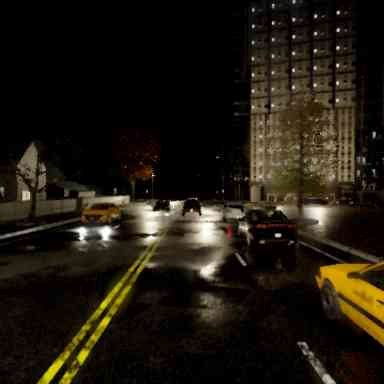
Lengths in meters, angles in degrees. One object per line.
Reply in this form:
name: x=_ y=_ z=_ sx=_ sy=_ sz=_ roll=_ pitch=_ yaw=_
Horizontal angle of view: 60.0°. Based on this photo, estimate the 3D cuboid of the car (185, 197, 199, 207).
car: x=-0.006 y=1.592 z=53.381 sx=2.033 sy=1.411 sz=5.357 roll=0 pitch=0 yaw=0

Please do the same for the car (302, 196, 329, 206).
car: x=23.006 y=1.707 z=62.414 sx=5.009 sy=1.841 sz=2.192 roll=0 pitch=2 yaw=20

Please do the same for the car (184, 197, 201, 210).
car: x=0.074 y=1.522 z=44.348 sx=2.128 sy=1.511 sz=4.902 roll=0 pitch=0 yaw=0

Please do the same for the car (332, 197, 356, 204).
car: x=31.039 y=1.790 z=67.869 sx=4.403 sy=1.369 sz=2.008 roll=0 pitch=2 yaw=20

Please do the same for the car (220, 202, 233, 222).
car: x=3.247 y=1.537 z=26.056 sx=1.812 sy=1.442 sz=4.674 roll=0 pitch=0 yaw=0

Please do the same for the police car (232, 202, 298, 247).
police car: x=3.248 y=1.430 z=15.162 sx=1.930 sy=1.638 sz=5.238 roll=0 pitch=0 yaw=0

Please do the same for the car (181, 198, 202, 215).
car: x=-0.021 y=1.522 z=34.206 sx=1.837 sy=1.490 sz=4.892 roll=0 pitch=-1 yaw=0

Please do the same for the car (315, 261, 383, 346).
car: x=3.250 y=1.457 z=4.238 sx=1.801 sy=1.575 sz=5.366 roll=0 pitch=0 yaw=0

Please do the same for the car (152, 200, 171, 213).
car: x=-3.342 y=1.570 z=37.895 sx=2.033 sy=1.411 sz=5.357 roll=0 pitch=0 yaw=0

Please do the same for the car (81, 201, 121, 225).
car: x=-6.601 y=1.488 z=24.531 sx=1.882 sy=1.535 sz=5.008 roll=0 pitch=0 yaw=0

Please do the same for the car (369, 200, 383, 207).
car: x=33.653 y=2.022 z=58.523 sx=4.507 sy=1.381 sz=1.887 roll=0 pitch=2 yaw=20
